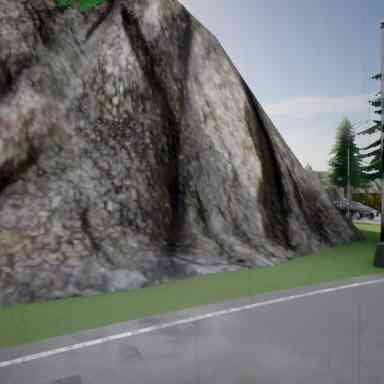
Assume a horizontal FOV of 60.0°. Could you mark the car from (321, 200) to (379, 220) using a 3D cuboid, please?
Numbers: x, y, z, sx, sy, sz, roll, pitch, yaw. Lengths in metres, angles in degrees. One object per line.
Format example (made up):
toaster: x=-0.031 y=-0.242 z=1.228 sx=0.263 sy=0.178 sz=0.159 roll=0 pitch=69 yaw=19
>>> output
car: x=13.420 y=1.491 z=28.473 sx=2.128 sy=1.511 sz=4.902 roll=0 pitch=0 yaw=-25
